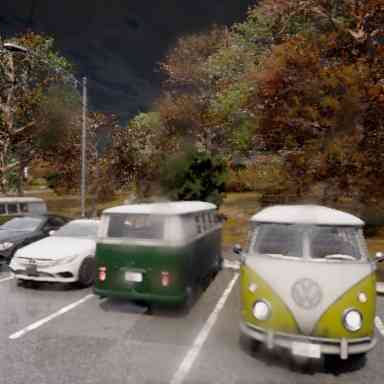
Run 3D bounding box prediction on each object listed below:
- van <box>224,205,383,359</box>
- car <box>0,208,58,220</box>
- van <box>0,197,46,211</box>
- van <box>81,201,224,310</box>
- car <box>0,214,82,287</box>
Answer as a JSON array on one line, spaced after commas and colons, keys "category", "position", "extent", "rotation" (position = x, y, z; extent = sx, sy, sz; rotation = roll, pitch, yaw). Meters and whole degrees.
[{"category": "van", "position": [1.908, 1.249, 5.939], "extent": [1.878, 1.987, 4.442], "rotation": [1, 0, 16]}, {"category": "car", "position": [-5.255, 1.471, 11.181], "extent": [2.002, 1.452, 4.674], "rotation": [1, 0, 16]}, {"category": "van", "position": [-7.678, 1.191, 12.778], "extent": [1.878, 1.987, 4.442], "rotation": [1, 0, 15]}, {"category": "van", "position": [-0.436, 1.236, 7.876], "extent": [1.878, 1.987, 4.442], "rotation": [0, -1, 16]}, {"category": "car", "position": [-2.856, 1.484, 9.473], "extent": [2.002, 1.452, 4.674], "rotation": [1, 0, 15]}]
